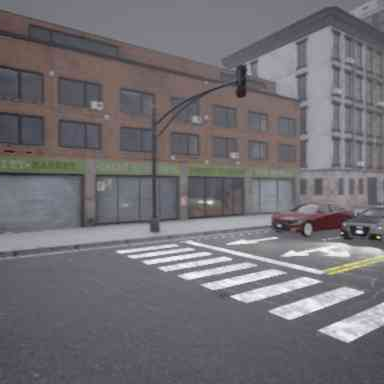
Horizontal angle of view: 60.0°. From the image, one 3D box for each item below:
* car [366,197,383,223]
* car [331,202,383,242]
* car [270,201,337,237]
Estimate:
[{"bbox_3d":[13.705,1.128,21.959,5.008,1.535,1.882,-1,1,-35],"label":"car"},{"bbox_3d":[8.129,1.344,14.088,4.181,1.385,1.994,-1,1,-35],"label":"car"},{"bbox_3d":[6.059,1.242,16.609,5.008,1.535,1.882,-1,1,-34],"label":"car"}]
